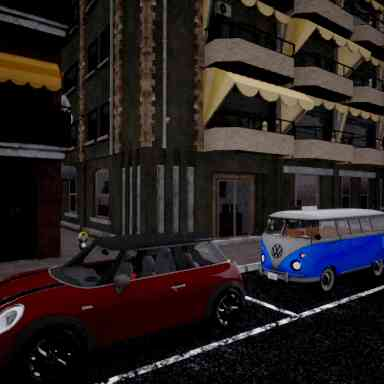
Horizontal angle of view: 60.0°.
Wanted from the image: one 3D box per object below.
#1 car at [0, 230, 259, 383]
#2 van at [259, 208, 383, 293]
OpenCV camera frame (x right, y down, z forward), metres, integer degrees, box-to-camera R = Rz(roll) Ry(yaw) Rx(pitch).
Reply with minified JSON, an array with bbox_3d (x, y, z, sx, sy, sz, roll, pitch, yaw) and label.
[{"bbox_3d":[-1.140,1.440,5.280,4.097,1.590,1.967,0,0,-35],"label":"car"},{"bbox_3d":[3.494,1.343,8.582,3.998,1.788,1.690,0,0,-35],"label":"van"}]
